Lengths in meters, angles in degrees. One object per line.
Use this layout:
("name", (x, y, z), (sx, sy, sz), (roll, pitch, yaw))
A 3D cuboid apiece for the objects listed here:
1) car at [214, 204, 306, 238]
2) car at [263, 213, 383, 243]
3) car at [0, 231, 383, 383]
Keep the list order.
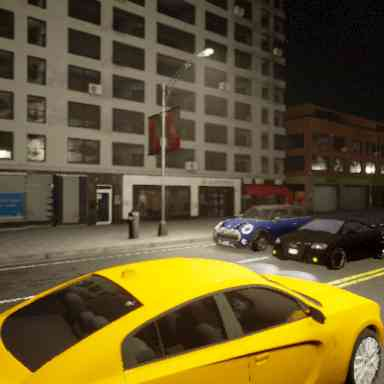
("car", (3.092, 1.347, 13.876), (4.553, 1.767, 2.097), (0, 0, -35))
("car", (4.605, 1.559, 10.963), (4.181, 1.385, 1.994), (0, 0, -35))
("car", (0.097, 1.477, 3.507), (5.008, 1.535, 1.882), (0, 0, -36))
